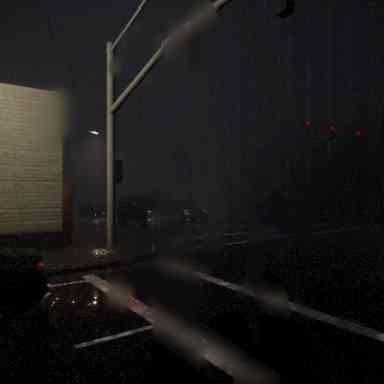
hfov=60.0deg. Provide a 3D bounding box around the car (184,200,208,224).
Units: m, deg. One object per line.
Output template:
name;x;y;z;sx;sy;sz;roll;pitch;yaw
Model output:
car;-0.799;1.407;25.010;2.097;1.767;4.553;0;0;-36

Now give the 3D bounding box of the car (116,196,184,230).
car;-3.165;1.277;22.295;2.150;2.045;5.566;0;0;-36

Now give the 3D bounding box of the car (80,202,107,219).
car;-8.635;1.619;29.959;1.994;1.385;4.181;0;0;-35

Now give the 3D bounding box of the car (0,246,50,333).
car;-4.751;1.491;4.903;4.902;1.511;2.128;0;0;-36

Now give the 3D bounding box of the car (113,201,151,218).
car;-5.822;1.619;32.036;1.994;1.385;4.181;0;0;-35

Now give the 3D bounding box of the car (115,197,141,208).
car;-9.578;1.559;49.636;1.837;1.490;4.892;0;0;-37

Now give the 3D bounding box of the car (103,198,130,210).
car;-10.205;1.581;44.445;1.812;1.442;4.674;0;0;-36
